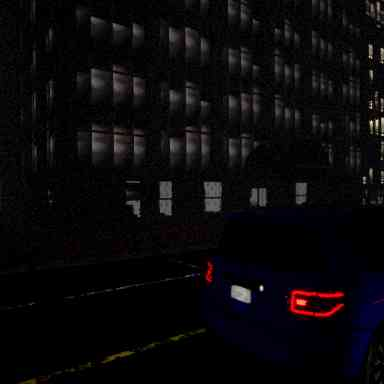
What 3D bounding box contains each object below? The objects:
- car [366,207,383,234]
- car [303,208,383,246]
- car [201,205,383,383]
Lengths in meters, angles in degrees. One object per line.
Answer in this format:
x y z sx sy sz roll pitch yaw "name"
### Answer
12.101 1.547 19.065 4.403 1.369 2.008 0 -1 -35 "car"
7.474 1.542 15.764 4.507 1.381 1.887 0 -1 -35 "car"
2.723 1.221 5.254 5.566 2.045 2.150 0 0 -35 "car"
